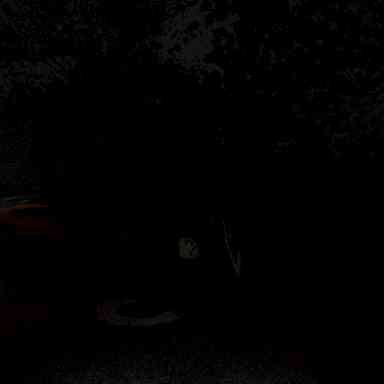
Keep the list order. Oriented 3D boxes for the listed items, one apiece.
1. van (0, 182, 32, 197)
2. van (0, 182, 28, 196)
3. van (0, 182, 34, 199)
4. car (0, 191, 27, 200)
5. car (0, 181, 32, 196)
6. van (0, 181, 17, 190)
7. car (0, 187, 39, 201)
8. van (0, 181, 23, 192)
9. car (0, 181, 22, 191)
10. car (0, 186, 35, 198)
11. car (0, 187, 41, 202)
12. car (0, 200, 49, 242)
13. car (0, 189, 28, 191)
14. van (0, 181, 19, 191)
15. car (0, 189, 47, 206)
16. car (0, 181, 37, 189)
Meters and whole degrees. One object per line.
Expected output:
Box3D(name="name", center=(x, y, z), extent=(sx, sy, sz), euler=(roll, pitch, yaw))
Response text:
Box3D(name="van", center=(-24.879, -0.346, 46.275), extent=(4.442, 1.987, 1.878), euler=(1, 1, -30))
Box3D(name="van", center=(-26.476, -0.442, 48.549), extent=(4.442, 1.987, 1.878), euler=(1, 1, -30))
Box3D(name="van", center=(-22.275, -0.162, 41.366), extent=(4.442, 1.987, 1.878), euler=(1, 2, -31))
Box3D(name="car", center=(-8.288, 1.060, 17.658), extent=(4.553, 1.767, 2.185), euler=(1, 2, -30))
Box3D(name="car", center=(-27.794, -0.559, 50.984), extent=(5.566, 2.045, 2.435), euler=(1, 1, -30))
Box3D(name="van", center=(-43.285, -1.554, 77.362), extent=(4.442, 1.987, 1.878), euler=(1, 1, -30))
Box3D(name="car", center=(-20.779, 0.193, 39.065), extent=(4.792, 1.488, 2.163), euler=(1, 1, -30))
Box3D(name="van", center=(-34.709, -0.996, 63.124), extent=(4.442, 1.987, 1.878), euler=(1, 1, -30))
Box3D(name="car", center=(-39.018, -1.301, 70.224), extent=(5.566, 2.045, 2.435), euler=(1, 1, -30))
Box3D(name="car", center=(-23.587, -0.030, 43.833), extent=(5.008, 1.535, 2.097), euler=(1, 1, -30))
Box3D(name="car", center=(-19.450, 0.293, 36.787), extent=(4.792, 1.488, 2.163), euler=(1, 2, -30))
Box3D(name="car", center=(-6.929, 1.301, 15.251), extent=(5.008, 1.535, 2.097), euler=(1, 2, -30))
Box3D(name="car", center=(-12.600, 0.835, 24.617), extent=(5.366, 1.575, 1.946), euler=(1, 2, -30))
Box3D(name="van", center=(-40.289, -1.365, 72.690), extent=(4.442, 1.987, 1.878), euler=(1, 1, -30))
Box3D(name="car", center=(-16.648, 0.521, 31.868), extent=(4.792, 1.488, 2.163), euler=(1, 2, -30))
Box3D(name="car", center=(-15.195, 0.358, 29.499), extent=(5.566, 2.045, 2.435), euler=(1, 2, -30))
